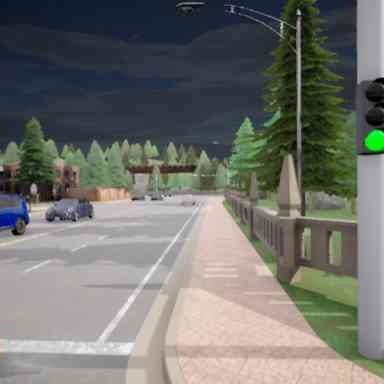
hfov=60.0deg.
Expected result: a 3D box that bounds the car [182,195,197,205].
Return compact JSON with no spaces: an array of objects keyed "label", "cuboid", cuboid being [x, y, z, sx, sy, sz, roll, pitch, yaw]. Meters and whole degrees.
[{"label":"car","cuboid":[-0.463,1.137,49.982,1.812,1.442,4.674,0,0,3]}]

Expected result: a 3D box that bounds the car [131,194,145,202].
[{"label":"car","cuboid":[-10.227,1.120,63.308,2.033,1.411,5.357,0,0,4]}]

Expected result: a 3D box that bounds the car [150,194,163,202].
[{"label":"car","cuboid":[-6.725,1.111,63.481,1.994,1.385,4.181,0,1,4]}]

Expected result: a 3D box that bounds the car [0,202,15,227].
[{"label":"car","cuboid":[-12.861,1.423,19.445,2.128,1.511,4.902,0,0,3]}]

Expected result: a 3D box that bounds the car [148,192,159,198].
[{"label":"car","cuboid":[-9.235,0.755,79.612,1.895,1.301,4.718,0,0,3]}]

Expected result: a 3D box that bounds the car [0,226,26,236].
[{"label":"car","cuboid":[-3.747,1.357,2.184,2.097,1.767,4.553,0,0,18]}]

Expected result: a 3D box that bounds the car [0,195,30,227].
[{"label":"car","cuboid":[-9.629,1.165,15.069,2.150,2.045,5.566,0,0,3]}]

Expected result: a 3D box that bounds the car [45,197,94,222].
[{"label":"car","cuboid":[-9.011,1.216,24.821,2.097,1.767,4.553,0,0,4]}]
